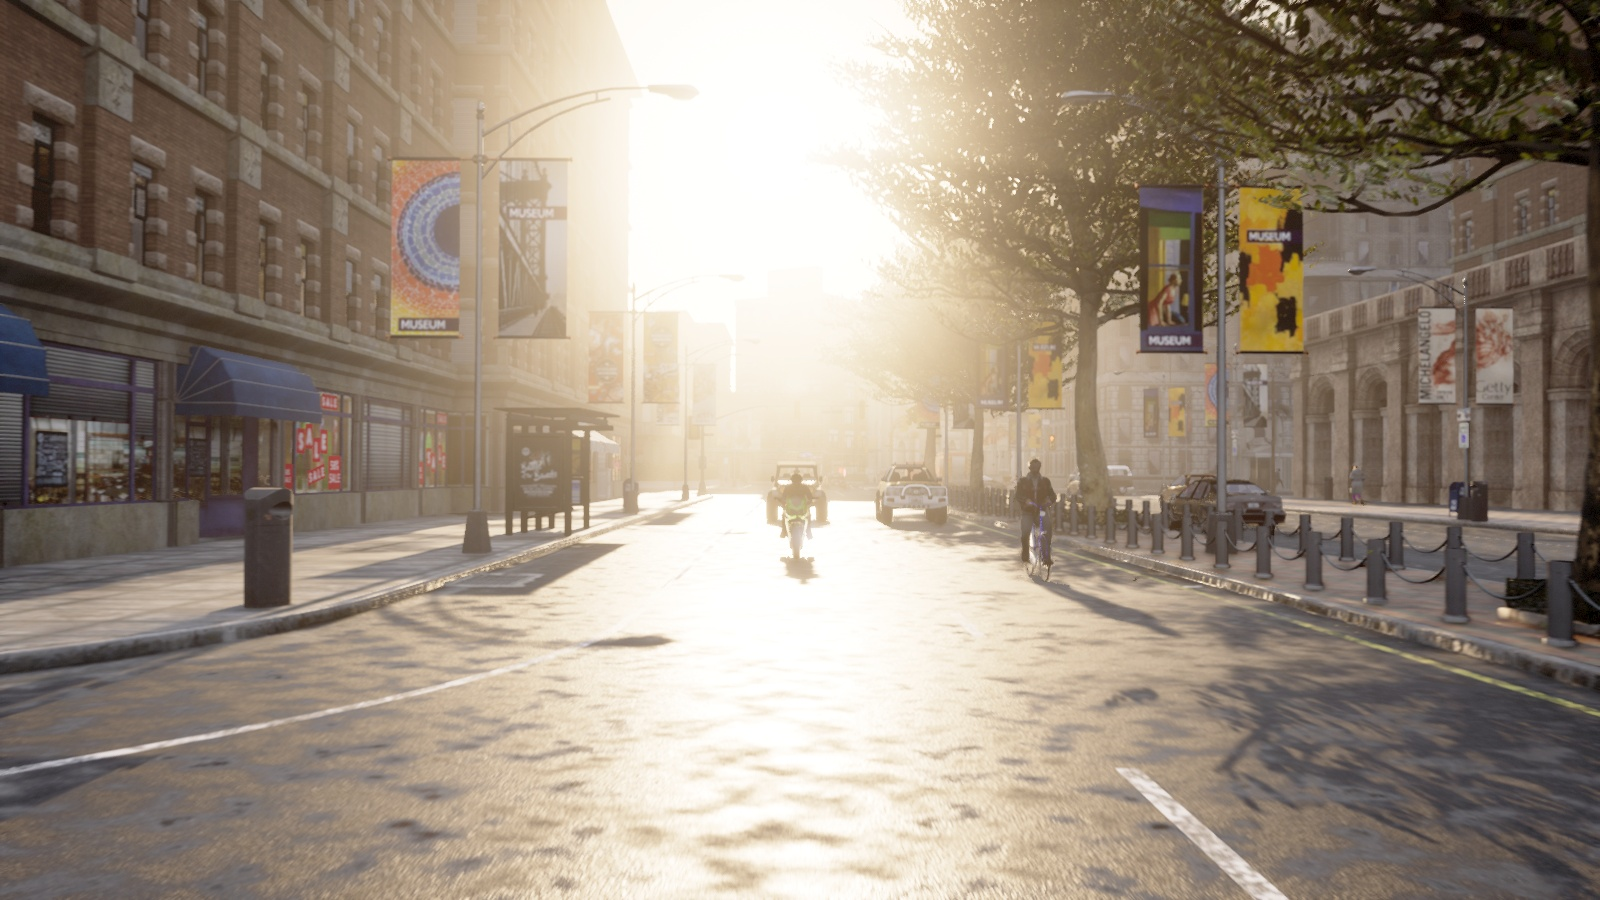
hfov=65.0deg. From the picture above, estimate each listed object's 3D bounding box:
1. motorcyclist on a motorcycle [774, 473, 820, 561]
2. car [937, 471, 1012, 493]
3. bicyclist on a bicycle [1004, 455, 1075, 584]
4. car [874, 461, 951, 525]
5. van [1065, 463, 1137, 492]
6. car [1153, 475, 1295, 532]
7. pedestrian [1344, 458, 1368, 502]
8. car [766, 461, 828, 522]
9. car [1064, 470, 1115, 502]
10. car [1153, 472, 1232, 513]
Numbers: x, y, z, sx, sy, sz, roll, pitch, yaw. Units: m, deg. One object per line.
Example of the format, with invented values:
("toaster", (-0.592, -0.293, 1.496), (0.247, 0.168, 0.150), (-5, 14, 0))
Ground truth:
("motorcyclist on a motorcycle", (-0.052, 1.185, 22.836), (0.797, 1.523, 2.044), (0, -1, 0))
("car", (12.416, 2.286, 89.553), (4.792, 1.488, 2.163), (-1, -1, 37))
("bicyclist on a bicycle", (3.458, 0.982, 18.242), (0.659, 1.776, 1.843), (0, -1, 0))
("car", (3.412, 1.278, 38.893), (1.932, 1.855, 4.605), (0, -1, 0))
("van", (21.403, 1.973, 89.425), (4.480, 2.038, 2.069), (0, -1, -11))
("car", (11.423, 1.401, 34.296), (2.033, 1.411, 5.357), (0, -1, 0))
("pedestrian", (24.902, 1.331, 56.283), (0.659, 1.952, 0.873), (0, -1, 0))
("car", (-0.092, 1.299, 40.579), (1.905, 1.878, 3.866), (0, -1, 0))
("car", (14.840, 1.833, 64.630), (1.789, 1.549, 3.705), (0, -1, 0))
("car", (14.893, 1.583, 47.816), (1.845, 1.501, 3.633), (0, -1, 0))
